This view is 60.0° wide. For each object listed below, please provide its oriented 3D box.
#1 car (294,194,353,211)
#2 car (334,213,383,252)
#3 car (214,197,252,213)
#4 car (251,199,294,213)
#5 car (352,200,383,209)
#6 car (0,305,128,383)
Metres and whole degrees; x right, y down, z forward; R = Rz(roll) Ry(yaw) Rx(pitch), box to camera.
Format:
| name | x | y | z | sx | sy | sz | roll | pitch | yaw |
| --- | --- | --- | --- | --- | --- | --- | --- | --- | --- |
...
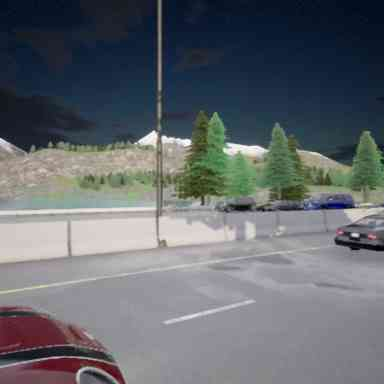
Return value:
| name | x | y | z | sx | sy | sz | roll | pitch | yaw |
| --- | --- | --- | --- | --- | --- | --- | --- | --- | --- |
| car | 12.692 | 1.165 | 31.057 | 5.566 | 2.045 | 2.150 | 0 | 0 | -24 |
| car | 7.772 | 1.527 | 12.639 | 5.357 | 1.411 | 2.033 | 0 | 0 | -30 |
| car | 4.608 | 1.269 | 34.890 | 4.553 | 1.767 | 2.097 | 0 | 0 | -26 |
| car | 8.973 | 1.477 | 33.193 | 5.357 | 1.411 | 2.033 | 0 | 0 | -26 |
| car | 16.661 | 1.554 | 29.012 | 4.718 | 1.301 | 1.895 | 0 | 0 | -24 |
| car | -2.580 | 1.342 | 1.798 | 4.553 | 1.767 | 2.097 | 0 | 0 | -36 |
